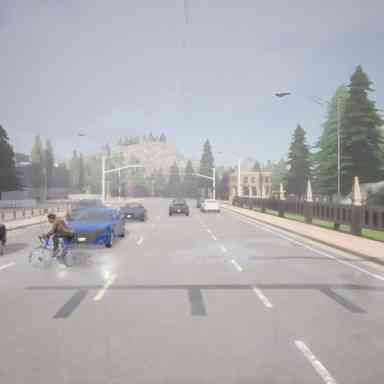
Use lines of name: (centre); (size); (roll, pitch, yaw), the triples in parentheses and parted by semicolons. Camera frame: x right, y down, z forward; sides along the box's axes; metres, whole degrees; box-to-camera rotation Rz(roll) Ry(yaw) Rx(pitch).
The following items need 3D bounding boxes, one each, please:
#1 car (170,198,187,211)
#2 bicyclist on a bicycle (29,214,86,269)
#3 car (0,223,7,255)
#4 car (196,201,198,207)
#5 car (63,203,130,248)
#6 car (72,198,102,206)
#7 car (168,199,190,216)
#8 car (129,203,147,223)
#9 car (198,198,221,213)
car: (-1.719, 1.547, 42.523); (2.033, 1.411, 5.357); (0, 0, -3)
bicyclist on a bicycle: (-3.904, 1.453, 9.669); (1.656, 1.620, 0.582); (-1, 0, -3)
car: (-7.478, 1.478, 9.872); (1.882, 1.535, 5.008); (0, 0, -3)
car: (1.602, 1.547, 46.767); (2.033, 1.411, 5.357); (0, 0, -3)
car: (-4.198, 1.478, 14.910); (1.882, 1.535, 5.008); (0, 0, -3)
car: (-8.089, 1.351, 25.823); (2.097, 1.767, 4.553); (0, 0, -2)
car: (-1.265, 1.491, 32.306); (2.128, 1.511, 4.902); (0, 0, -2)
car: (-4.586, 1.564, 25.752); (1.994, 1.385, 4.181); (0, 0, -2)
car: (2.017, 1.526, 37.190); (1.812, 1.442, 4.674); (0, 0, -3)
